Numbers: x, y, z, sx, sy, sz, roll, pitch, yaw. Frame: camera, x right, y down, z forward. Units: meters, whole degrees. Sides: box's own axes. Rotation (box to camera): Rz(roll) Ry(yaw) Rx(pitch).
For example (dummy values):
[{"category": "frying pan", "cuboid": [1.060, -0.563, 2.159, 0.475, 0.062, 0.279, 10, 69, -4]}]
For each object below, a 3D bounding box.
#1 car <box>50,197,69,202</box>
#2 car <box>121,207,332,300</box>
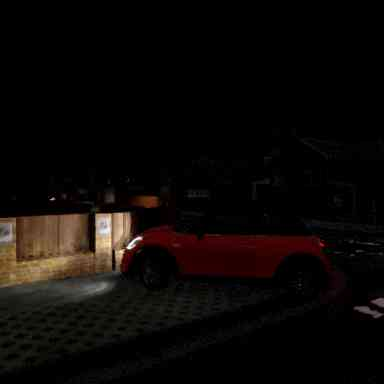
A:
[{"category": "car", "cuboid": [-18.716, 1.440, 46.857, 2.033, 1.411, 5.357, 0, 0, -35]}, {"category": "car", "cuboid": [0.715, 1.141, 7.772, 4.553, 1.767, 2.097, 1, 1, 6]}]
